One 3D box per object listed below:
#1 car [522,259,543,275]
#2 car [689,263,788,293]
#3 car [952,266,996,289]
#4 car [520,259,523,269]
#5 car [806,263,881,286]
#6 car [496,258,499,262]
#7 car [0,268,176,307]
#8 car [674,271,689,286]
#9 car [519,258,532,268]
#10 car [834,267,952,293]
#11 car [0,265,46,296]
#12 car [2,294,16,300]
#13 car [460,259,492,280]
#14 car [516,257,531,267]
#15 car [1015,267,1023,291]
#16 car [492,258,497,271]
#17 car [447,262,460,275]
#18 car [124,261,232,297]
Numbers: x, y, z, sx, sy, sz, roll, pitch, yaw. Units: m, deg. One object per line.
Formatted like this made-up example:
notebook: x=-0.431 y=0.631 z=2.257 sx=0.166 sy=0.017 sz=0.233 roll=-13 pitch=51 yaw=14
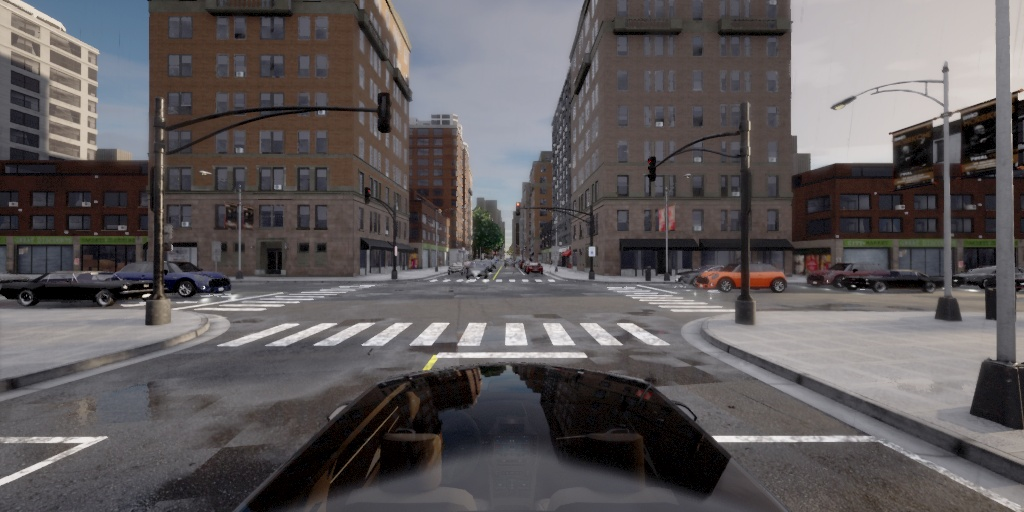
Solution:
car: x=2.461 y=1.324 z=39.907 sx=1.888 sy=1.381 sz=4.507 roll=0 pitch=0 yaw=-1
car: x=13.391 y=1.181 z=21.130 sx=4.553 sy=1.767 sz=2.097 roll=0 pitch=0 yaw=0
car: x=32.769 y=1.446 z=24.524 sx=4.892 sy=1.490 sz=1.837 roll=0 pitch=0 yaw=0
car: x=2.399 y=1.355 z=45.414 sx=1.948 sy=1.339 sz=4.313 roll=0 pitch=0 yaw=-1
car: x=22.885 y=1.249 z=24.453 sx=4.553 sy=1.767 sz=2.097 roll=0 pitch=0 yaw=-1
car: x=-3.484 y=1.322 z=57.328 sx=1.837 sy=1.490 sz=4.892 roll=0 pitch=0 yaw=0
car: x=-16.666 y=1.246 z=14.185 sx=4.718 sy=1.301 sz=1.895 roll=0 pitch=0 yaw=0
car: x=13.691 y=1.347 z=24.398 sx=4.902 sy=1.511 sz=2.128 roll=0 pitch=0 yaw=0
car: x=2.334 y=1.325 z=51.091 sx=1.751 sy=1.417 sz=4.829 roll=0 pitch=0 yaw=-1
car: x=22.377 y=1.469 z=21.199 sx=4.718 sy=1.301 sz=1.895 roll=0 pitch=0 yaw=-1
car: x=-26.629 y=1.180 z=17.364 sx=5.357 sy=1.411 sz=2.033 roll=0 pitch=0 yaw=-1
car: x=-5.855 y=1.190 z=1.453 sx=1.967 sy=1.591 sz=4.097 roll=0 pitch=0 yaw=0
car: x=-3.076 y=1.260 z=31.957 sx=2.128 sy=1.511 sz=4.902 roll=0 pitch=0 yaw=-3
car: x=2.273 y=1.128 z=56.427 sx=2.192 sy=1.841 sz=5.009 roll=0 pitch=0 yaw=-1
car: x=32.316 y=1.477 z=21.271 sx=4.181 sy=1.385 sz=1.994 roll=0 pitch=0 yaw=-1
car: x=-3.365 y=1.338 z=46.235 sx=2.033 sy=1.411 sz=5.357 roll=0 pitch=0 yaw=0
car: x=-6.064 y=1.329 z=39.814 sx=2.007 sy=1.370 sz=4.403 roll=0 pitch=0 yaw=-1
car: x=-16.447 y=1.024 z=17.470 sx=4.553 sy=1.767 sz=2.097 roll=0 pitch=0 yaw=-1
